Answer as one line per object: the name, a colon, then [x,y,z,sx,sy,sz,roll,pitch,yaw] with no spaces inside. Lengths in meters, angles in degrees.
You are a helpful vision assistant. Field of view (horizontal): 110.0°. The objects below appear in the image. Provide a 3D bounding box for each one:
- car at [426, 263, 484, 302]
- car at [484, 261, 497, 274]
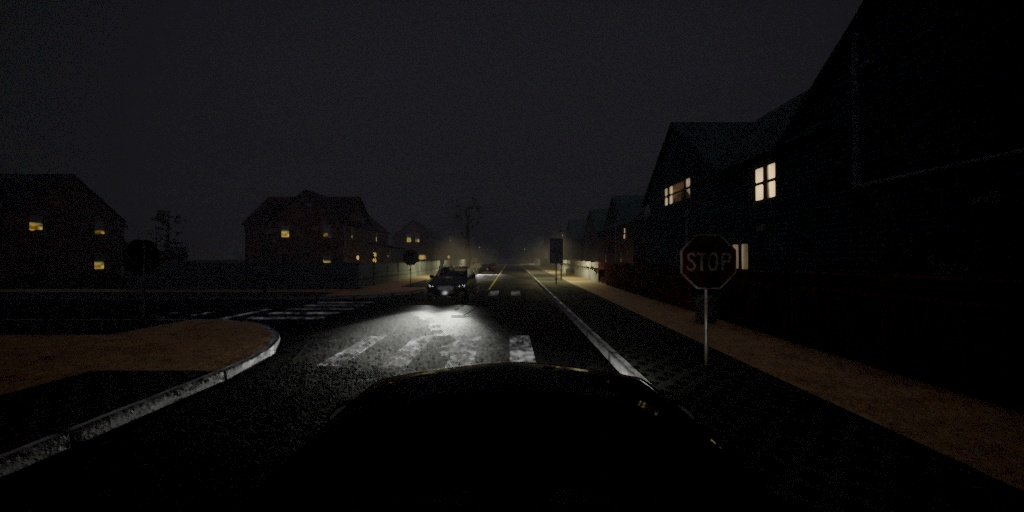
car: [-2.750,1.248,17.184,2.128,1.511,4.902,0,0,0]
car: [-2.743,1.289,41.697,1.994,1.385,4.181,0,0,0]
